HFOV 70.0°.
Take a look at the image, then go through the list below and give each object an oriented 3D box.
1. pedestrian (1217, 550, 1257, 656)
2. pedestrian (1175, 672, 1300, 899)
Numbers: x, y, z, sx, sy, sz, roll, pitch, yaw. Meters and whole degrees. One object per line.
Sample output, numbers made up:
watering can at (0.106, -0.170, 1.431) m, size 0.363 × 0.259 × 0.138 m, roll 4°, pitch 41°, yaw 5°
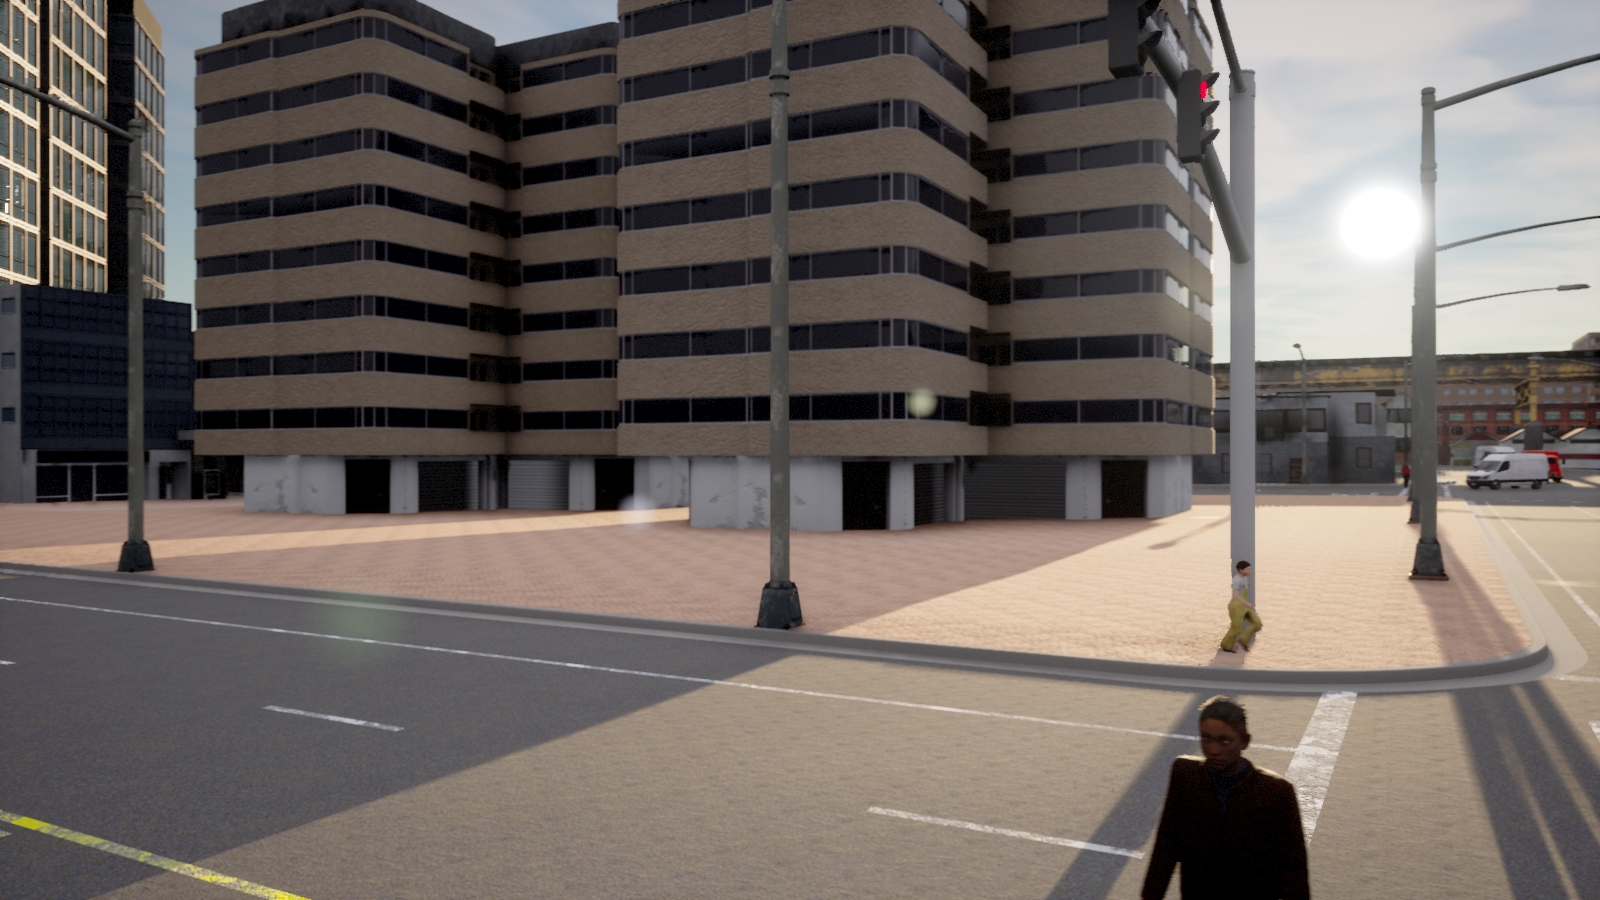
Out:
pedestrian at (5.693, 1.979, 14.880) m, size 0.375 × 1.300 × 0.375 m, roll 0°, pitch 0°, yaw 43°
pedestrian at (1.715, 1.849, 4.472) m, size 0.375 × 1.860 × 0.375 m, roll 0°, pitch 0°, yaw 35°
